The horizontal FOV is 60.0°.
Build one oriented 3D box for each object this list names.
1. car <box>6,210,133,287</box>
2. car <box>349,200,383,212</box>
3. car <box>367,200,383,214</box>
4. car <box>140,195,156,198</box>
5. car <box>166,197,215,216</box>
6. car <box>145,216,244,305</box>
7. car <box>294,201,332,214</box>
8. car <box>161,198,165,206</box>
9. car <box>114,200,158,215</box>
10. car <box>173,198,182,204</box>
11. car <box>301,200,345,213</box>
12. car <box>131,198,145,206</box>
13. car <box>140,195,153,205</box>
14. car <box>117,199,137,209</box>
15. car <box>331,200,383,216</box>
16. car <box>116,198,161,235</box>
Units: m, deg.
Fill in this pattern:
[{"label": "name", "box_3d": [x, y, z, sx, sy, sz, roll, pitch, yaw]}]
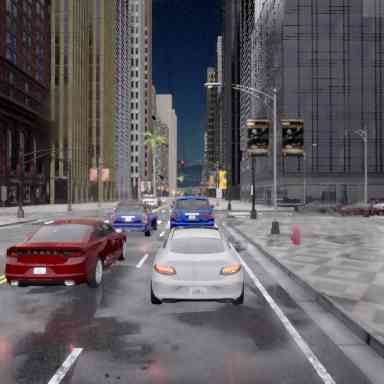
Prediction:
[{"label": "car", "box_3d": [-3.149, 1.489, 9.373, 1.882, 1.535, 5.008, 0, 0, 0]}, {"label": "car", "box_3d": [20.837, 1.643, 38.710, 4.313, 1.339, 1.947, 0, 0, -1]}, {"label": "car", "box_3d": [21.763, 1.568, 35.968, 4.674, 1.442, 1.812, 0, -1, -1]}, {"label": "car", "box_3d": [-6.582, 1.452, 50.898, 2.150, 2.045, 5.566, 0, 0, 0]}, {"label": "car", "box_3d": [0.032, 1.257, 17.705, 2.150, 2.045, 5.566, 0, 0, 1]}, {"label": "car", "box_3d": [0.102, 1.534, 8.003, 1.812, 1.442, 4.674, 0, 0, 0]}, {"label": "car", "box_3d": [13.210, 1.635, 35.840, 4.181, 1.385, 1.994, 0, -1, -1]}, {"label": "car", "box_3d": [-6.550, 1.805, 60.610, 1.837, 1.490, 4.892, 0, 0, 1]}, {"label": "car", "box_3d": [-6.149, 1.663, 37.007, 1.812, 1.442, 4.674, 0, 0, 44]}, {"label": "car", "box_3d": [-3.222, 1.963, 74.507, 1.994, 1.385, 4.181, 0, 0, 0]}, {"label": "car", "box_3d": [15.197, 1.662, 38.624, 4.313, 1.339, 1.947, 0, 0, -1]}, {"label": "car", "box_3d": [-9.798, 1.827, 60.765, 1.812, 1.442, 4.674, 0, 0, 1]}, {"label": "car", "box_3d": [-9.726, 1.609, 71.339, 2.150, 2.045, 5.566, 0, 0, 0]}, {"label": "car", "box_3d": [-9.830, 1.778, 50.855, 2.033, 1.411, 5.357, 0, 0, 0]}, {"label": "car", "box_3d": [15.325, 1.577, 30.101, 4.206, 1.307, 1.802, 0, 0, -1]}, {"label": "car", "box_3d": [-3.144, 1.391, 18.600, 2.097, 1.767, 4.553, 0, 0, 0]}]
